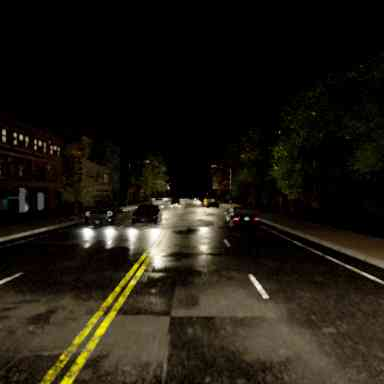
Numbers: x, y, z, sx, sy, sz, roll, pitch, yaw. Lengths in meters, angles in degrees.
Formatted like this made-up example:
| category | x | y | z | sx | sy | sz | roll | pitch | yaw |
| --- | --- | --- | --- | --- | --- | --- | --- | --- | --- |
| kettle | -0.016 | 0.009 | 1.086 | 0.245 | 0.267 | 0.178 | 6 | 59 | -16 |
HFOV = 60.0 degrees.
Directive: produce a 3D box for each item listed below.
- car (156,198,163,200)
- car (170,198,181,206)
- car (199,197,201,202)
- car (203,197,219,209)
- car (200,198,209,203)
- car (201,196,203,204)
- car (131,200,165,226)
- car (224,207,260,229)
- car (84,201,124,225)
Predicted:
| category | x | y | z | sx | sy | sz | roll | pitch | yaw |
| --- | --- | --- | --- | --- | --- | --- | --- | --- | --- |
| car | -6.517 | 1.976 | 66.249 | 1.812 | 1.442 | 4.674 | 0 | 0 | 0 |
| car | -3.270 | 1.950 | 66.325 | 1.837 | 1.490 | 4.892 | 0 | 0 | 0 |
| car | 3.233 | 2.041 | 74.876 | 1.837 | 1.490 | 4.892 | 0 | 0 | 0 |
| car | 3.238 | 1.875 | 52.875 | 2.128 | 1.511 | 4.902 | 0 | 0 | 0 |
| car | 3.231 | 2.161 | 85.876 | 2.033 | 1.411 | 5.357 | 0 | 0 | 0 |
| car | 3.235 | 1.937 | 63.876 | 1.882 | 1.535 | 5.008 | 0 | 0 | 0 |
| car | -3.349 | 1.665 | 25.312 | 1.882 | 1.535 | 5.008 | 0 | 0 | 0 |
| car | 3.344 | 1.717 | 22.870 | 2.033 | 1.411 | 5.357 | 0 | 0 | 0 |
| car | -6.598 | 1.540 | 25.450 | 2.097 | 1.767 | 4.553 | 0 | 0 | 0 |
